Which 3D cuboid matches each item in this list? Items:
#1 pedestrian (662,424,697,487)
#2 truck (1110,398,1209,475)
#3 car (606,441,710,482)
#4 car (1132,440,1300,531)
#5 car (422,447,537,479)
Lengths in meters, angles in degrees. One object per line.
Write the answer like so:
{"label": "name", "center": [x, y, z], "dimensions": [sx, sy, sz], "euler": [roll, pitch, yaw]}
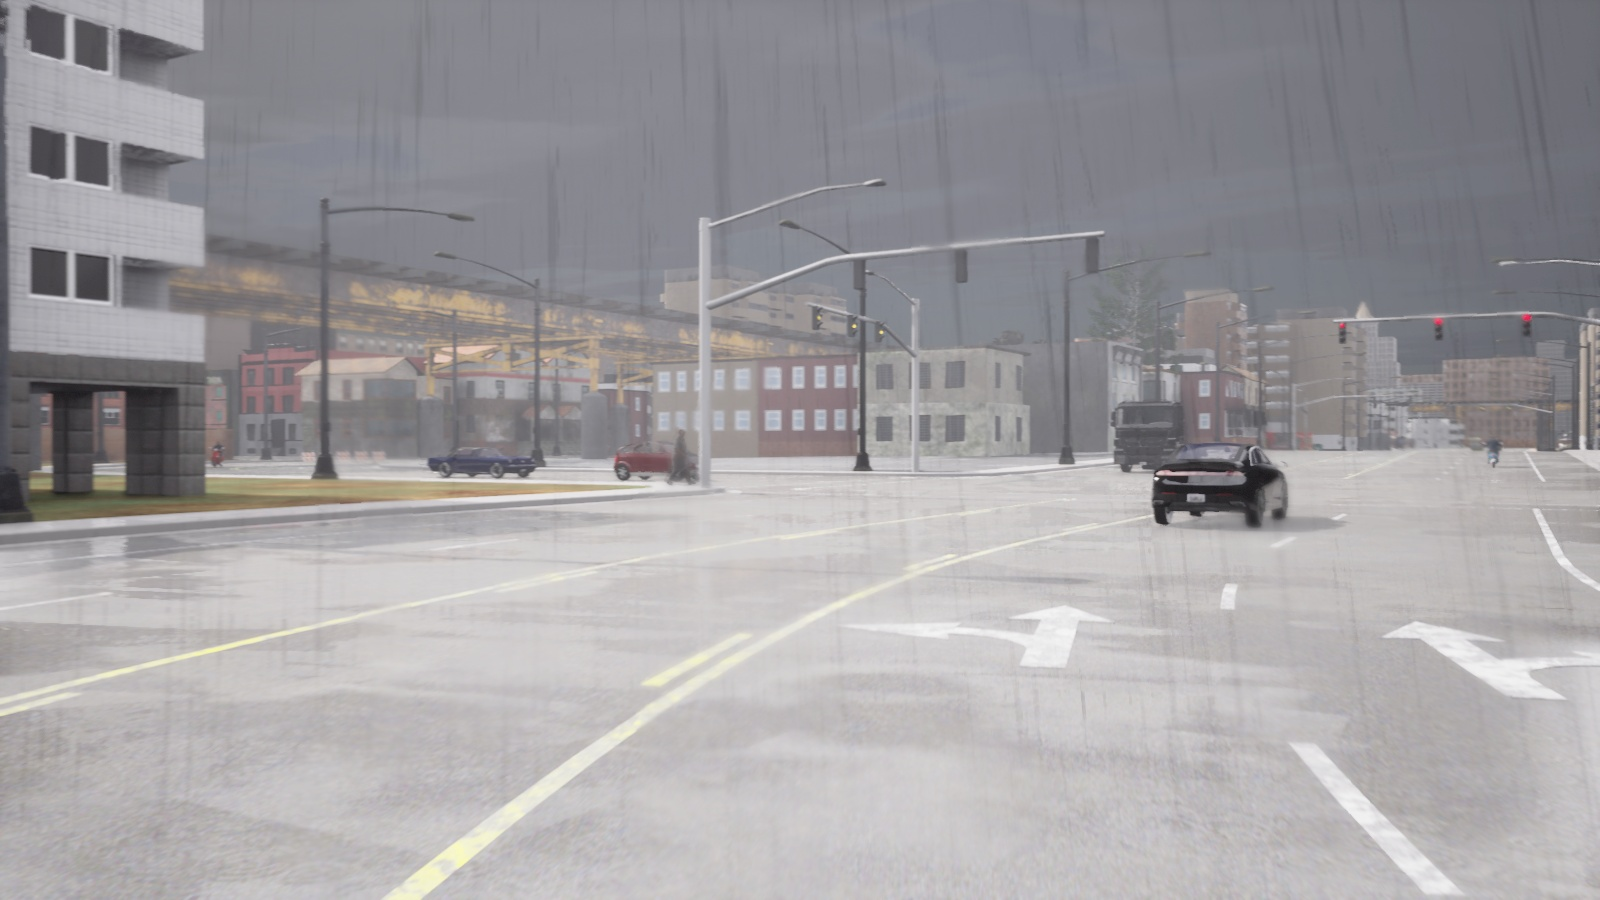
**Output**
{"label": "pedestrian", "center": [-3.774, 0.173, 39.282], "dimensions": [0.873, 1.952, 0.659], "euler": [0, 0, 27]}
{"label": "truck", "center": [17.568, -0.684, 61.035], "dimensions": [2.891, 3.462, 7.936], "euler": [0, 1, 29]}
{"label": "car", "center": [-5.585, 0.436, 49.346], "dimensions": [3.705, 1.549, 1.789], "euler": [0, 0, 29]}
{"label": "car", "center": [7.944, 0.583, 23.650], "dimensions": [2.128, 1.511, 4.902], "euler": [0, 0, 29]}
{"label": "car", "center": [-13.691, 0.520, 53.644], "dimensions": [4.718, 1.301, 1.895], "euler": [0, 0, 28]}
